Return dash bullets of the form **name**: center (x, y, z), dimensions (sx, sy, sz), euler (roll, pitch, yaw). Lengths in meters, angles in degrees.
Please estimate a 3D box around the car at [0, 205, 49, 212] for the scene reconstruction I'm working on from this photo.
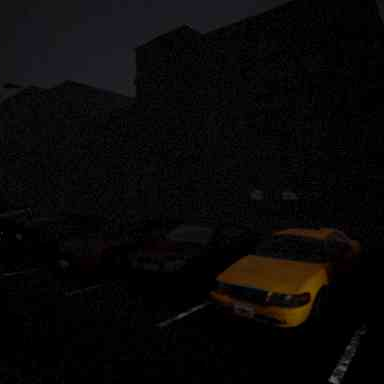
- **car**: center (-6.188, 1.426, 14.010), dimensions (2.231, 1.521, 4.892), euler (0, 0, 39)

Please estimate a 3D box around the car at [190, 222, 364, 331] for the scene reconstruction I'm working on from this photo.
- **car**: center (2.383, 1.476, 7.235), dimensions (1.946, 1.575, 5.366), euler (0, 0, 36)

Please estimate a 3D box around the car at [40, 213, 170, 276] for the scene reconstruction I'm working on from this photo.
- **car**: center (-1.897, 1.486, 10.632), dimensions (2.163, 1.488, 4.792), euler (0, 0, 38)

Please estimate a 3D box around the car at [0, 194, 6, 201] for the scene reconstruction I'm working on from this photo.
- **car**: center (-14.693, 1.113, 21.069), dimensions (2.435, 2.045, 5.566), euler (0, 0, 42)

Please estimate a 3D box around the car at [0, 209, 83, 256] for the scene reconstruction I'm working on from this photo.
- **car**: center (-4.021, 1.471, 12.346), dimensions (2.163, 1.488, 4.792), euler (0, 0, 38)

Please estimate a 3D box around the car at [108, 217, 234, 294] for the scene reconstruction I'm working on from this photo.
- **car**: center (0.301, 1.509, 9.010), dimensions (2.002, 1.452, 4.674), euler (0, 0, 37)

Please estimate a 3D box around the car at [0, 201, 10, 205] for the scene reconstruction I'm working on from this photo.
- **car**: center (-10.535, 1.416, 17.522), dimensions (2.163, 1.488, 4.792), euler (0, 0, 40)
